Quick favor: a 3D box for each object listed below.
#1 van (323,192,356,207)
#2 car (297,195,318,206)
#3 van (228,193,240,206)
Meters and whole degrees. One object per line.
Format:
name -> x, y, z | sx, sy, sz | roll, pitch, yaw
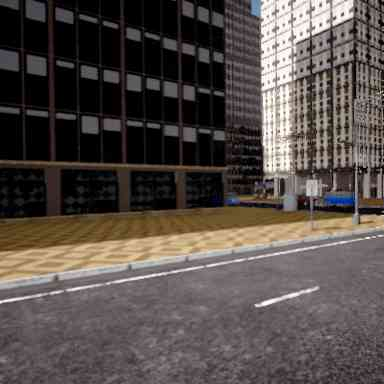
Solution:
van -> 17.907, 0.888, 40.154 | 1.690, 1.788, 3.998 | -1, 1, -34
car -> 14.731, 1.066, 44.692 | 1.887, 1.381, 4.507 | -1, 1, -34
van -> 4.668, 0.972, 44.569 | 1.690, 1.788, 3.998 | -1, 1, -34
